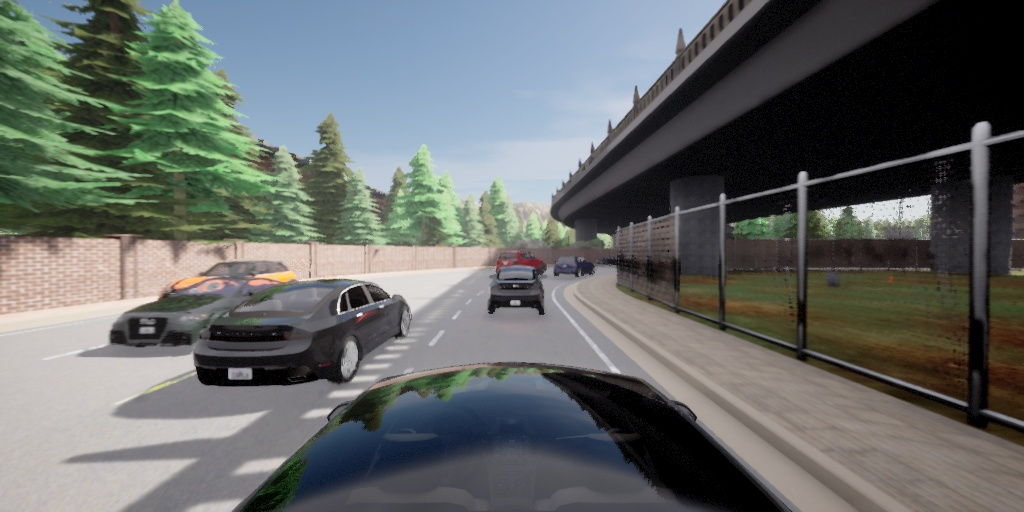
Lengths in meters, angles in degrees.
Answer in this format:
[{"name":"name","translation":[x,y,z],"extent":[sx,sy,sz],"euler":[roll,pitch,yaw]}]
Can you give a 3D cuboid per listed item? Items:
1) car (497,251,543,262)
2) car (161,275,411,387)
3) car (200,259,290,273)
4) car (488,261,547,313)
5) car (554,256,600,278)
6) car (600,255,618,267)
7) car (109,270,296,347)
[{"name":"car","translation":[0.802,0.630,29.165],"extent":[2.150,2.045,5.566],"euler":[0,1,29]},{"name":"car","translation":[-3.400,1.191,6.908],"extent":[1.837,1.490,4.892],"euler":[0,1,0]},{"name":"car","translation":[-10.274,0.955,13.447],"extent":[2.097,1.767,4.553],"euler":[0,1,4]},{"name":"car","translation":[0.213,1.113,13.145],"extent":[1.837,1.490,4.892],"euler":[0,1,3]},{"name":"car","translation":[5.231,0.757,29.485],"extent":[2.097,1.767,4.553],"euler":[1,1,33]},{"name":"car","translation":[13.760,0.651,49.336],"extent":[4.902,1.511,2.128],"euler":[0,1,-22]},{"name":"car","translation":[-6.983,1.224,8.897],"extent":[1.994,1.385,4.181],"euler":[0,1,1]}]
